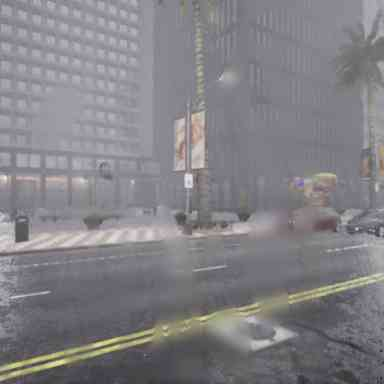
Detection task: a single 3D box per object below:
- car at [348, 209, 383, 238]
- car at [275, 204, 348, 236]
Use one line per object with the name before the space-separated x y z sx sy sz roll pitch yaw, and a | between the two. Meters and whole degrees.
car | 11.158 1.818 19.885 4.892 1.490 1.837 1 -1 -35
car | 7.355 1.672 20.907 4.553 1.767 2.185 1 -1 -35
